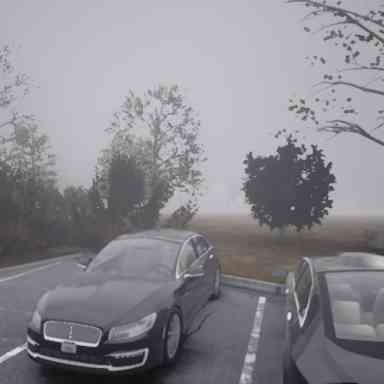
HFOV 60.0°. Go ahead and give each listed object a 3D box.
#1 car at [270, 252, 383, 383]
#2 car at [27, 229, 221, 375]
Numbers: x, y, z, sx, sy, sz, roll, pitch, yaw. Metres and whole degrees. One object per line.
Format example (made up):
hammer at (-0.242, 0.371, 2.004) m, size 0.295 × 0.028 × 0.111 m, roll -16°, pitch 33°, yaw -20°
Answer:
car at (2.056, 1.486, 4.028) m, size 2.231 × 1.521 × 4.892 m, roll 0°, pitch -1°, yaw 16°
car at (-0.699, 1.479, 6.011) m, size 2.231 × 1.521 × 4.892 m, roll 1°, pitch -1°, yaw 16°
